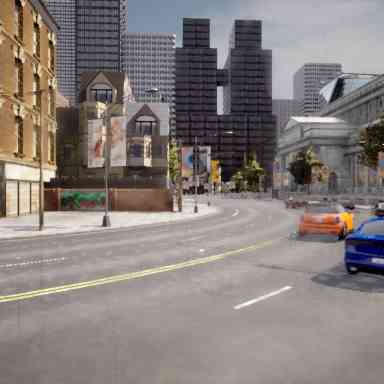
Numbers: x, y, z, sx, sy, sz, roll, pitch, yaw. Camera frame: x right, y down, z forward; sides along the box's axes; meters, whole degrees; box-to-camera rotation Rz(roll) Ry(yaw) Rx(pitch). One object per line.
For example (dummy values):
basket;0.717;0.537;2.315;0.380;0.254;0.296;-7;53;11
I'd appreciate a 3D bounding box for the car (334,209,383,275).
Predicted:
car;5.995;1.474;9.729;1.882;1.535;5.008;0;0;40

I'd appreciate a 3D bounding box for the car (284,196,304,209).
car;14.119;1.325;45.392;2.097;1.767;4.553;0;0;0

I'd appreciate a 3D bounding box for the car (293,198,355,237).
car;7.077;1.343;17.322;2.097;1.767;4.553;0;0;32

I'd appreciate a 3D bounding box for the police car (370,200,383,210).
police car;13.969;1.415;23.781;1.930;1.638;5.238;0;0;22
